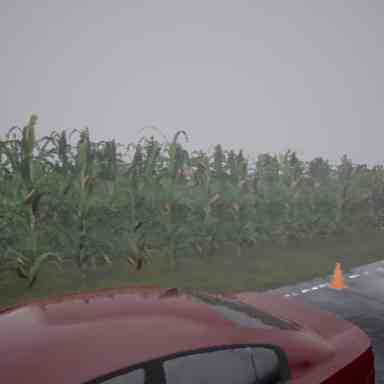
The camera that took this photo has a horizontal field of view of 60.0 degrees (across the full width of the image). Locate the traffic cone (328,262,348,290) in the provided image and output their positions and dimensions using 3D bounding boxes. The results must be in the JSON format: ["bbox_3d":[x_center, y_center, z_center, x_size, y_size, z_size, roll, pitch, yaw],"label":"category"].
[{"bbox_3d":[3.499,1.986,7.974,0.340,0.580,0.340,0,0,-37],"label":"traffic cone"}]

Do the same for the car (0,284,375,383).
[{"bbox_3d":[-0.829,1.483,2.010,5.008,1.535,1.882,0,0,-36],"label":"car"}]
